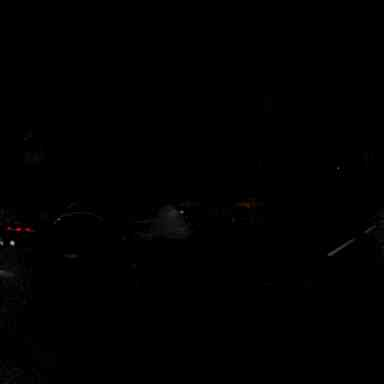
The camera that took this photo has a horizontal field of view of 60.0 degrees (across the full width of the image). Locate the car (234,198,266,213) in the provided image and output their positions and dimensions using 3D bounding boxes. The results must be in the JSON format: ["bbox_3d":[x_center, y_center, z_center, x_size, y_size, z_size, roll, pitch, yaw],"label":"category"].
[{"bbox_3d":[6.326,1.385,35.847,1.882,1.535,5.008,0,1,35],"label":"car"}]

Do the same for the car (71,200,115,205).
[{"bbox_3d":[-5.930,1.261,18.337,2.097,1.767,4.553,0,0,35],"label":"car"}]

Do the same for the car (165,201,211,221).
[{"bbox_3d":[-0.164,1.434,26.591,1.812,1.442,4.674,0,0,35],"label":"car"}]

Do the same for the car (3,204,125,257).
[{"bbox_3d":[-4.605,1.430,12.826,2.128,1.511,4.902,0,0,29],"label":"car"}]
